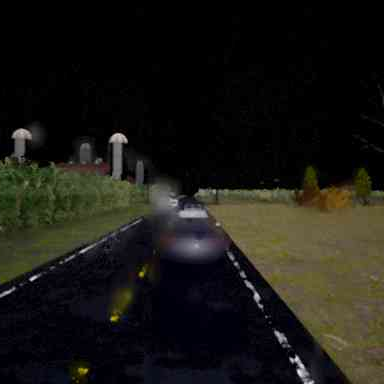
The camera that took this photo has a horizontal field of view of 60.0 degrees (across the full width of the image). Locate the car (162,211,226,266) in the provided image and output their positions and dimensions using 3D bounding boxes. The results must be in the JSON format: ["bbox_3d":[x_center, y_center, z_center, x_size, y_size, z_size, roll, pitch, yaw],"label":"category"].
[{"bbox_3d":[0.075,1.556,11.587,1.994,1.385,4.181,0,0,0],"label":"car"}]

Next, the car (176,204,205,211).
[{"bbox_3d":[0.072,1.589,24.940,1.895,1.301,4.718,0,0,0],"label":"car"}]

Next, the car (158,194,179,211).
[{"bbox_3d":[-2.800,1.213,39.985,2.150,2.045,5.566,0,0,0],"label":"car"}]
